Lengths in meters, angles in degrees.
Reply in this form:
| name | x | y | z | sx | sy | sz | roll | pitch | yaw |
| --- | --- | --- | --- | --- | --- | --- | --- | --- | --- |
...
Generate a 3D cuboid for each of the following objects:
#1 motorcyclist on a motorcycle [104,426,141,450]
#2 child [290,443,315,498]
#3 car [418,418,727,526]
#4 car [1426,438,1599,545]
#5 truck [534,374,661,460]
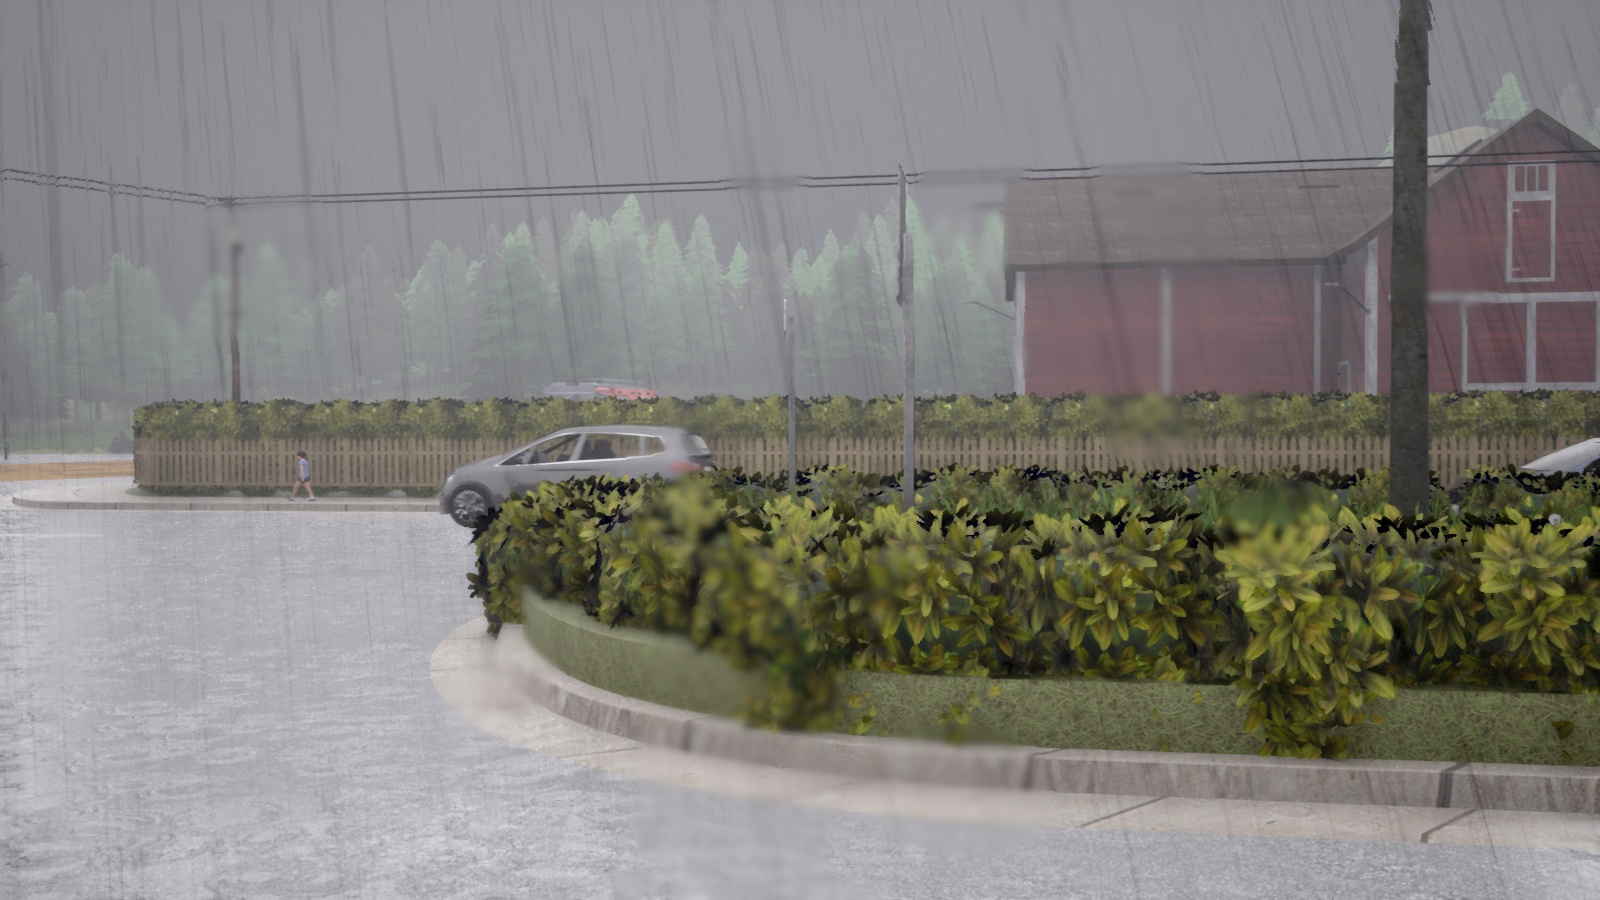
| name | x | y | z | sx | sy | sz | roll | pitch | yaw |
| --- | --- | --- | --- | --- | --- | --- | --- | --- | --- |
| motorcyclist on a motorcycle | -43.708 | -0.802 | 81.040 | 2.044 | 1.523 | 0.797 | 0 | 1 | 9 |
| child | -10.113 | 0.413 | 25.534 | 0.394 | 1.110 | 0.255 | 0 | 1 | 15 |
| car | -3.715 | 0.320 | 21.001 | 4.611 | 1.667 | 2.242 | 0 | 1 | 9 |
| car | 12.137 | 0.578 | 18.471 | 4.792 | 1.488 | 2.163 | 0 | 1 | 9 |
| truck | -9.522 | -1.557 | 60.115 | 2.891 | 3.827 | 8.468 | 1 | 1 | 14 |
